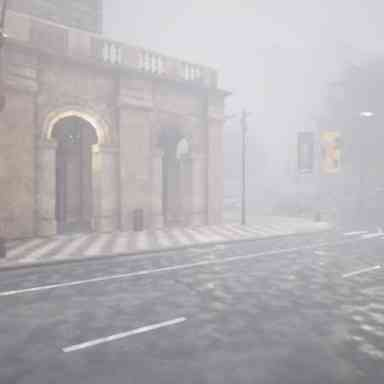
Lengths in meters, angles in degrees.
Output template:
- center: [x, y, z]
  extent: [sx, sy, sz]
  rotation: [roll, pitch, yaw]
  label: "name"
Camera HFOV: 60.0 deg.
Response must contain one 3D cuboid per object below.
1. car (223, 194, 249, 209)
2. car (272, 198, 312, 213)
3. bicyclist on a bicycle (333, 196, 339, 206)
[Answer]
- center: [5.513, 1.340, 47.187]
  extent: [2.150, 2.045, 5.566]
  rotation: [0, 0, -35]
  label: "car"
- center: [11.600, 1.469, 38.673]
  extent: [2.097, 1.767, 4.553]
  rotation: [0, 0, -36]
  label: "car"
- center: [23.839, 1.488, 55.049]
  extent: [1.656, 1.620, 0.582]
  rotation: [0, 0, -36]
  label: "bicyclist on a bicycle"
